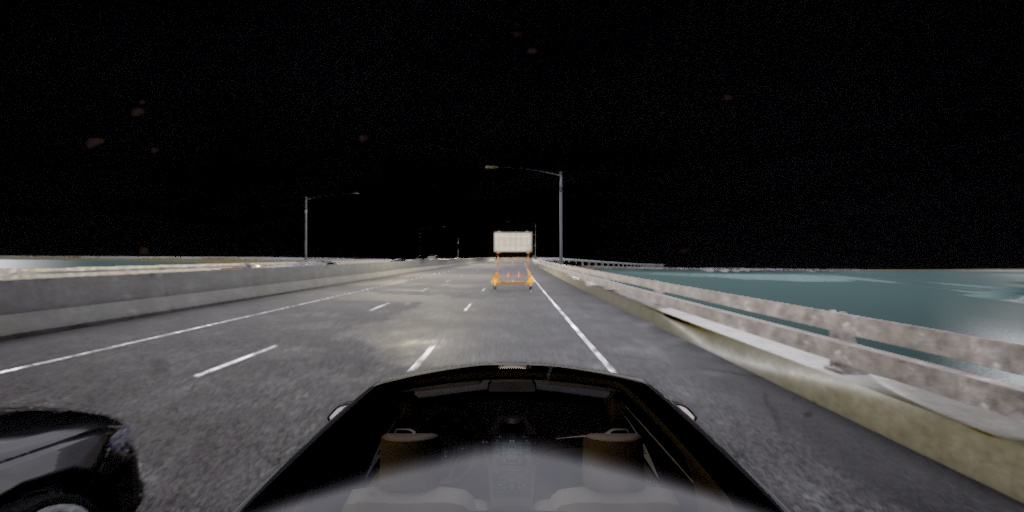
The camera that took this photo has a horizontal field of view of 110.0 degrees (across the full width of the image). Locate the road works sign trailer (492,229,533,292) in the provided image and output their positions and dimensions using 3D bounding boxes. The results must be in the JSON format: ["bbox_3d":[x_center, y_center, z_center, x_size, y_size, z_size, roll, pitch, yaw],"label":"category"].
[{"bbox_3d":[0.055,0.225,21.317,2.380,3.560,2.880,0,0,0],"label":"road works sign trailer"}]

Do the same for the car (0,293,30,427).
[{"bbox_3d":[-6.897,1.222,1.922,1.882,1.535,5.008,0,0,0],"label":"car"}]

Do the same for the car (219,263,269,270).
[{"bbox_3d":[-24.410,1.350,33.116,1.895,1.301,4.718,0,0,1],"label":"car"}]

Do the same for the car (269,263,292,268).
[{"bbox_3d":[-20.873,1.300,35.405,2.033,1.411,5.357,0,0,1],"label":"car"}]

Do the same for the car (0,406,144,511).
[{"bbox_3d":[-3.394,1.238,0.365,2.128,1.511,4.902,0,0,0],"label":"car"}]

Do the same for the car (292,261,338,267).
[{"bbox_3d":[-17.418,1.259,32.780,1.837,1.490,4.892,0,0,1],"label":"car"}]
